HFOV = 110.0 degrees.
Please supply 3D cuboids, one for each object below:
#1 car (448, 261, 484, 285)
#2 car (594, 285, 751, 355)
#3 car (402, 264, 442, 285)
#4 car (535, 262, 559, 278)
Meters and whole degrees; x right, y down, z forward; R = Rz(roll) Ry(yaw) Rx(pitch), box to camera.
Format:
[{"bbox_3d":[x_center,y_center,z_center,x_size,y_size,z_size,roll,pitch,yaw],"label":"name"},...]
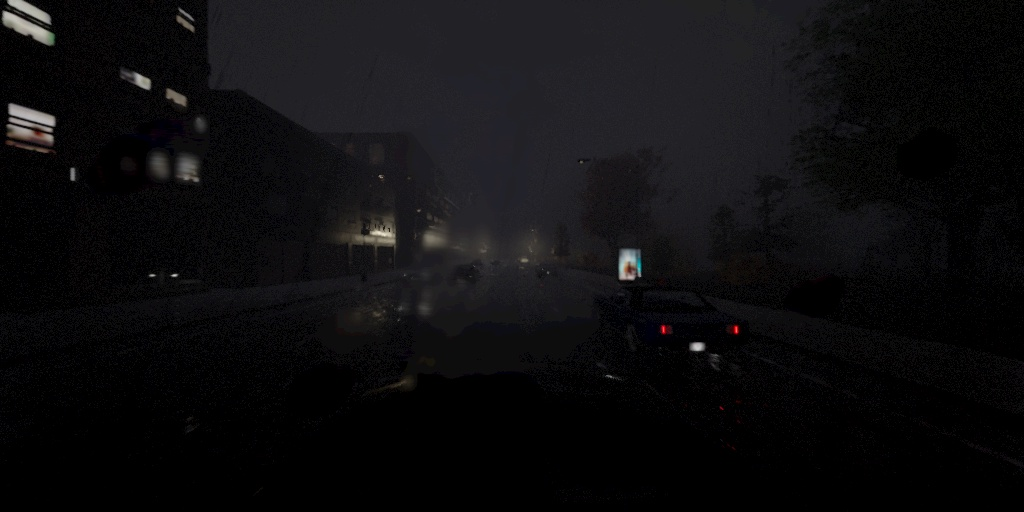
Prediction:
[{"bbox_3d":[-3.328,1.314,26.247,2.033,1.411,5.357,0,0,0],"label":"car"},{"bbox_3d":[3.355,1.355,8.700,1.895,1.301,4.718,0,0,0],"label":"car"},{"bbox_3d":[-6.574,1.293,26.608,1.812,1.442,4.674,0,0,0],"label":"car"},{"bbox_3d":[3.377,1.297,34.824,1.812,1.442,4.674,0,0,0],"label":"car"}]
